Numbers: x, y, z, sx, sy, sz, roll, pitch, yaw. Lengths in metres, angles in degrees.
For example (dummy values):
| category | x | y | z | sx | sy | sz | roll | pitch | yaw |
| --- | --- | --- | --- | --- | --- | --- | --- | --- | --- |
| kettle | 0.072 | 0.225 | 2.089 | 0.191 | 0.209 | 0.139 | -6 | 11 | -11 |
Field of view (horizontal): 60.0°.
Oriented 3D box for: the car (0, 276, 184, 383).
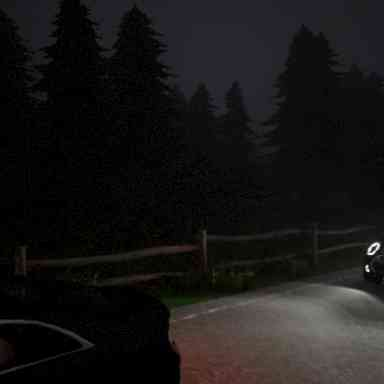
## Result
| category | x | y | z | sx | sy | sz | roll | pitch | yaw |
| --- | --- | --- | --- | --- | --- | --- | --- | --- | --- |
| car | -2.348 | 1.479 | 2.193 | 4.902 | 1.511 | 2.128 | 0 | 0 | -36 |

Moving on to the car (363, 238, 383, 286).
| category | x | y | z | sx | sy | sz | roll | pitch | yaw |
| --- | --- | --- | --- | --- | --- | --- | --- | --- | --- |
| car | 6.176 | 1.303 | 8.027 | 4.553 | 1.767 | 2.097 | 0 | 0 | -33 |
